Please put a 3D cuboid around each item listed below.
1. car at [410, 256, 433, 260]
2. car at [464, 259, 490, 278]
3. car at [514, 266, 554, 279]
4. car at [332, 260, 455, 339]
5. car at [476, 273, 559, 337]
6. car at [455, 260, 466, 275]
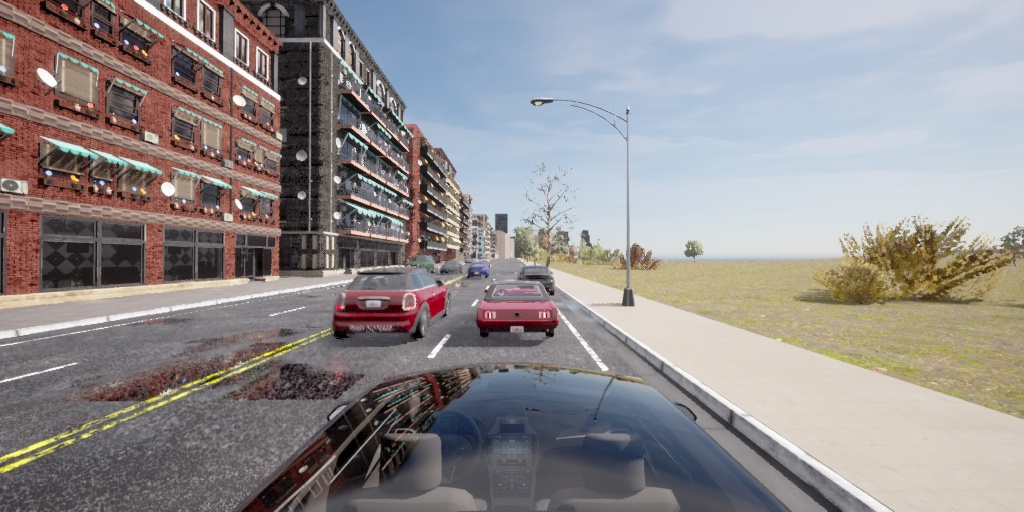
[{"bbox_3d":[-9.701,0.973,37.970,2.150,2.045,5.566,0,0,0],"label":"car"},{"bbox_3d":[-3.021,1.277,33.238,1.812,1.442,4.674,0,0,0],"label":"car"},{"bbox_3d":[1.210,1.257,19.435,1.837,1.490,4.892,0,0,0],"label":"car"},{"bbox_3d":[-3.117,1.104,10.221,2.097,1.767,4.553,0,0,0],"label":"car"},{"bbox_3d":[0.133,1.352,10.235,1.895,1.301,4.718,0,0,0],"label":"car"},{"bbox_3d":[-6.450,1.256,38.351,1.837,1.490,4.892,0,0,0],"label":"car"}]
